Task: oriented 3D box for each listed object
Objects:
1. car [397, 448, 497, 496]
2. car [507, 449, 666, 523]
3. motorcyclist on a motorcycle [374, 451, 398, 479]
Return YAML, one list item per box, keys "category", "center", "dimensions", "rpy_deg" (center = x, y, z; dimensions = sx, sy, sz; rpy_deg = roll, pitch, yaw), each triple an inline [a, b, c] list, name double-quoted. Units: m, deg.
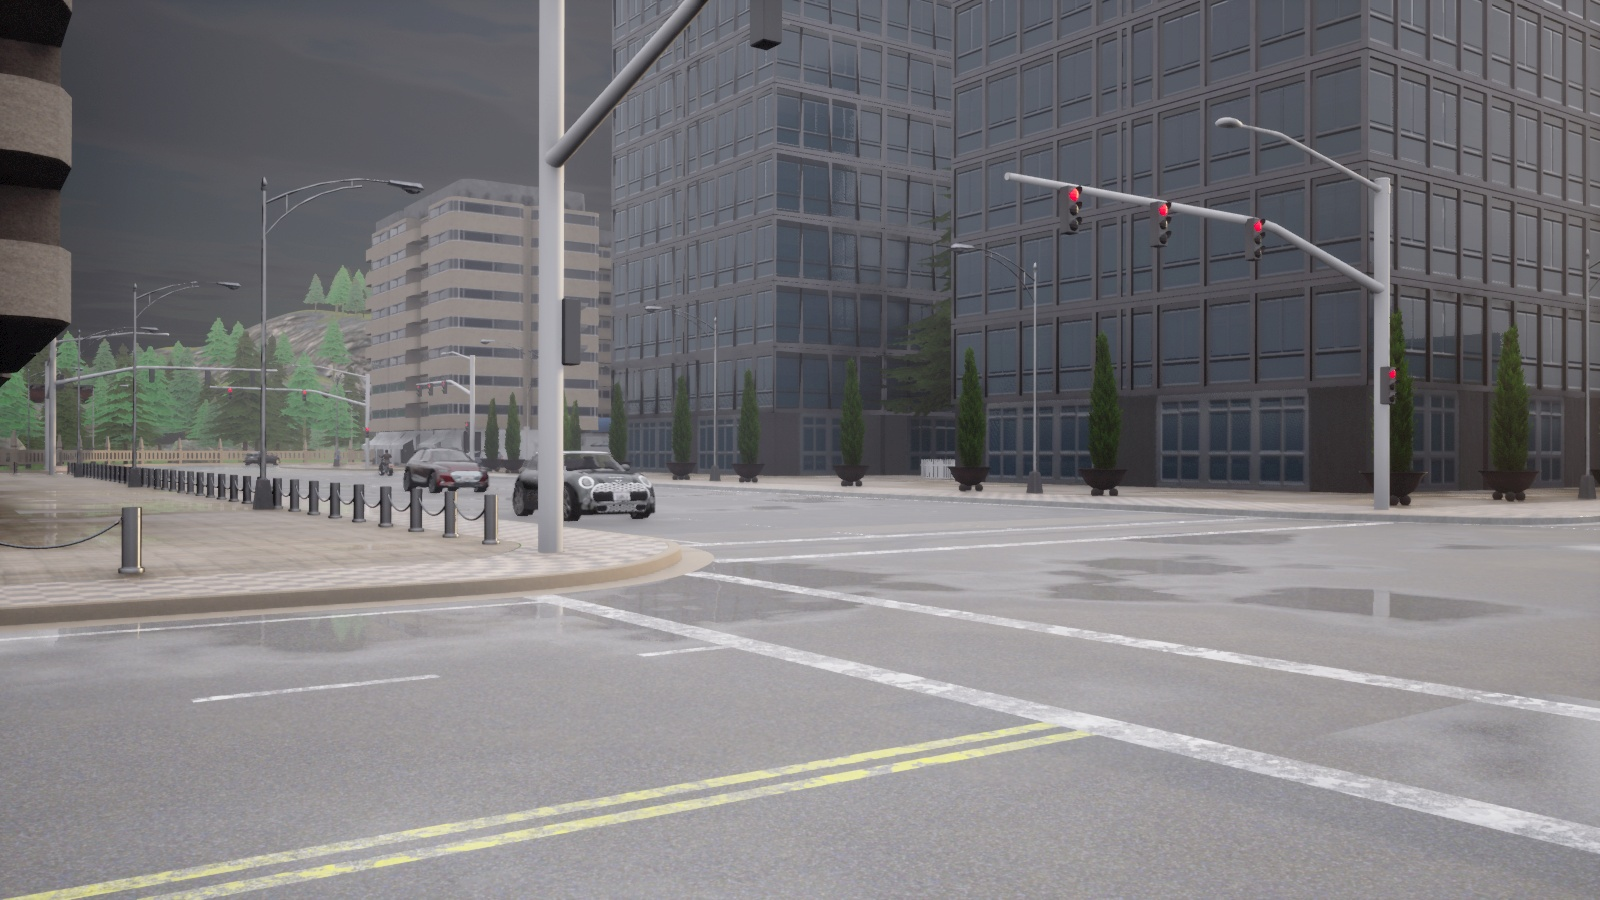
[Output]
- category: "car"
  center: [-12.820, 0.758, 45.349]
  dimensions: [2.033, 1.649, 4.856]
  rpy_deg: [0, 0, -34]
- category: "car"
  center: [-4.716, 0.732, 27.339]
  dimensions: [1.970, 1.475, 3.806]
  rpy_deg: [0, 0, -35]
- category: "motorcyclist on a motorcycle"
  center: [-24.902, 0.877, 75.473]
  dimensions: [0.766, 1.649, 2.350]
  rpy_deg: [0, 0, -34]
